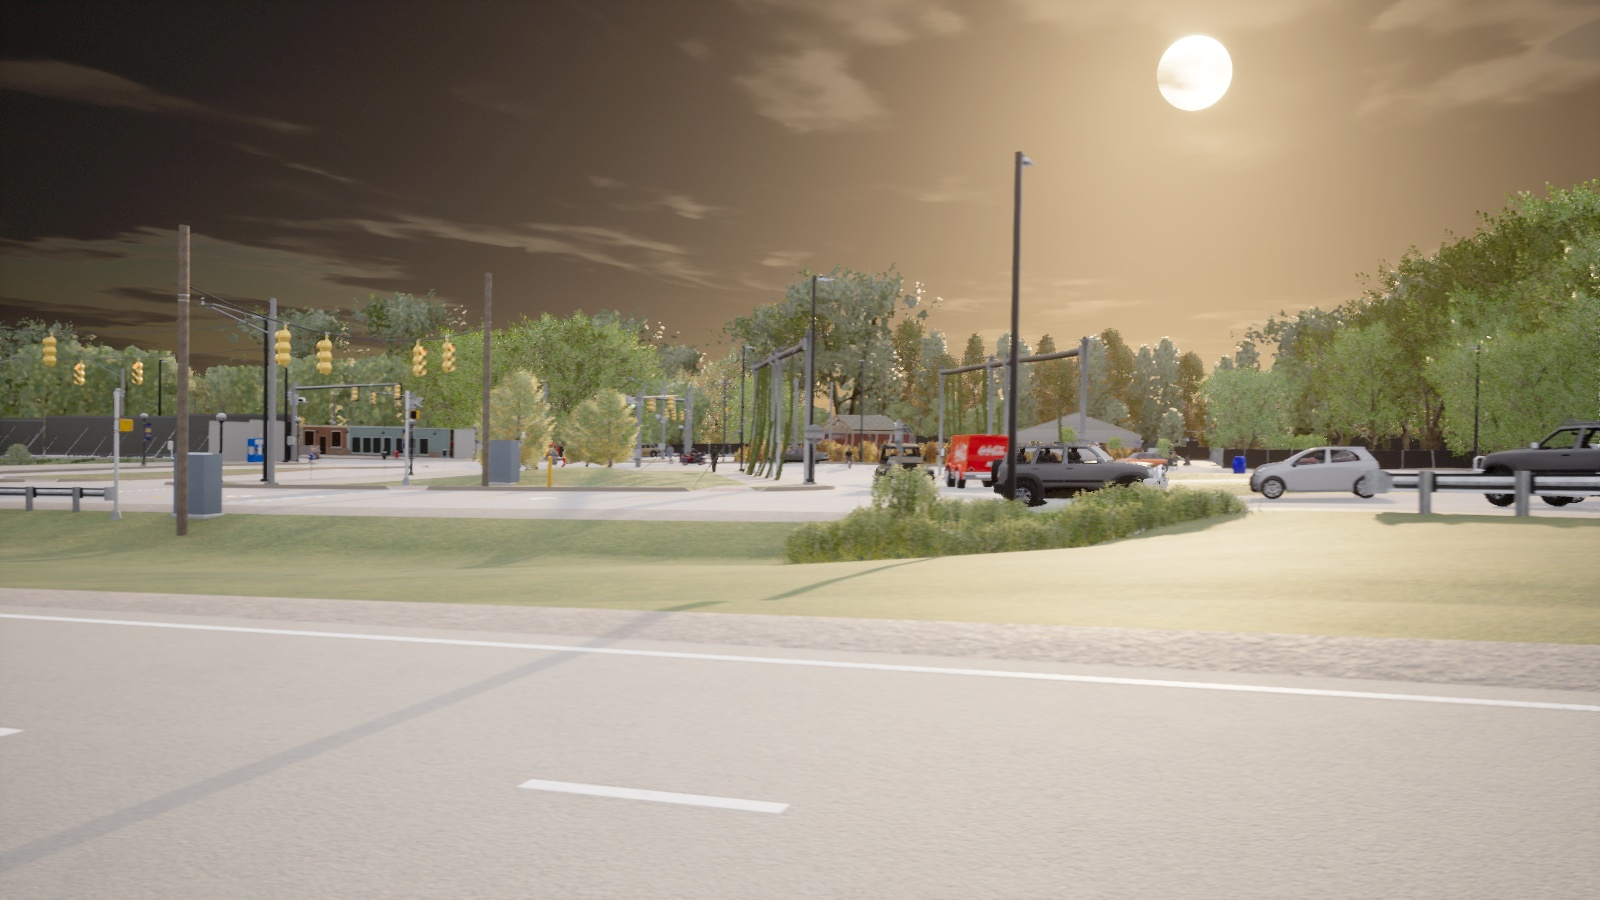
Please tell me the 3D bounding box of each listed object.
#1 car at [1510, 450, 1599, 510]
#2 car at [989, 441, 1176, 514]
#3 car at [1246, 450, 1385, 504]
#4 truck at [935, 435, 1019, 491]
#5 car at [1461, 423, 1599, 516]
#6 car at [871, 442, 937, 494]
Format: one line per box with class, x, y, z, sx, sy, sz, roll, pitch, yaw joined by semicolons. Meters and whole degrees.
car;20.622;0.715;31.417;4.674;1.442;1.812;-1;0;19
car;7.625;0.721;33.877;4.605;1.855;1.932;0;0;25
car;15.048;0.796;36.866;3.633;1.501;1.845;-1;0;19
truck;8.206;0.612;58.910;2.627;2.467;5.204;1;-1;-7
car;16.528;0.425;26.387;1.932;1.855;4.605;1;-1;-19
car;3.966;0.695;48.594;1.905;1.878;3.866;1;-1;-4
